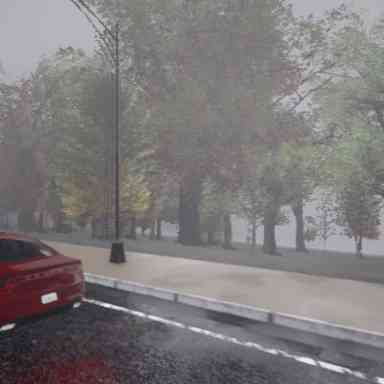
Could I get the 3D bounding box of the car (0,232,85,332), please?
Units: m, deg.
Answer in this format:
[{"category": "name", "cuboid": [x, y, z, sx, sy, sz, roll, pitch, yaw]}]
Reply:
[{"category": "car", "cuboid": [-4.276, 1.556, 6.663, 5.008, 1.535, 1.882, -1, -1, 35]}]
